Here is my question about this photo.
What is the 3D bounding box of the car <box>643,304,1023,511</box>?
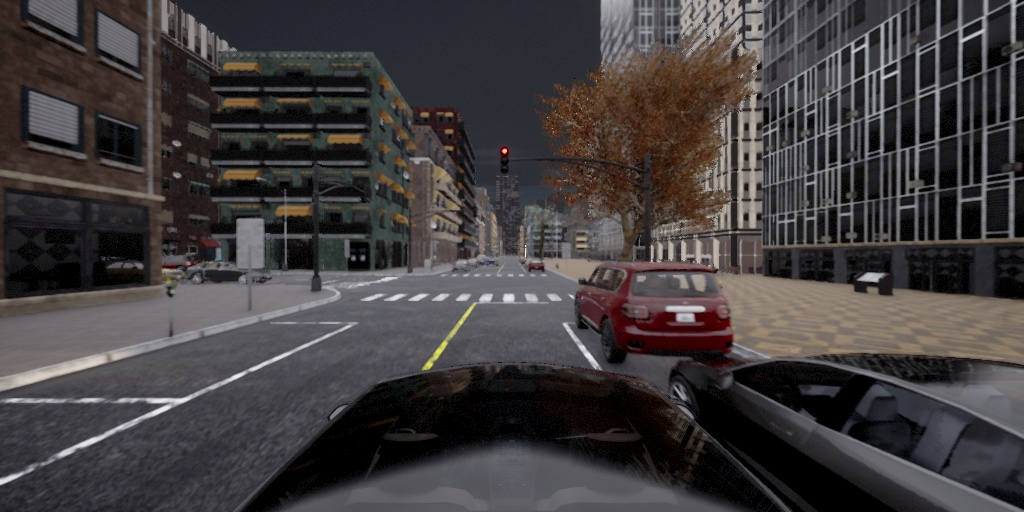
[{"bbox_3d":[2.691,1.311,2.442,1.948,1.339,4.313,0,0,0],"label":"car"}]

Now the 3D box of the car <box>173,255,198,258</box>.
[{"bbox_3d":[-27.618,0.662,29.205,4.097,1.591,1.967,0,0,-1],"label":"car"}]

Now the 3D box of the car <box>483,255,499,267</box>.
[{"bbox_3d":[-2.994,0.985,54.967,2.033,1.411,5.357,0,0,0],"label":"car"}]

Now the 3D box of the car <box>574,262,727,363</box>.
[{"bbox_3d":[2.692,1.025,7.965,2.192,1.841,5.009,0,0,0],"label":"car"}]

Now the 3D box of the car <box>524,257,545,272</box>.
[{"bbox_3d":[2.695,1.061,40.352,1.888,1.381,4.507,0,0,0],"label":"car"}]

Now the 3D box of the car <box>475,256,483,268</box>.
[{"bbox_3d":[-5.684,1.007,51.419,2.007,1.370,4.403,0,0,0],"label":"car"}]

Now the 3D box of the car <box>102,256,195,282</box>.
[{"bbox_3d":[-21.830,0.868,20.882,4.829,1.417,1.751,0,0,-1],"label":"car"}]

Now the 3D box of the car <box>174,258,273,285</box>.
[{"bbox_3d":[-16.433,0.970,20.937,4.403,1.370,2.007,0,0,-1],"label":"car"}]

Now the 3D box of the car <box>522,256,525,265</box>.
[{"bbox_3d":[2.696,0.981,51.587,1.751,1.417,4.829,0,0,0],"label":"car"}]

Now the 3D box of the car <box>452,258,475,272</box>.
[{"bbox_3d":[-5.685,1.067,40.353,2.007,1.370,4.403,0,0,0],"label":"car"}]
